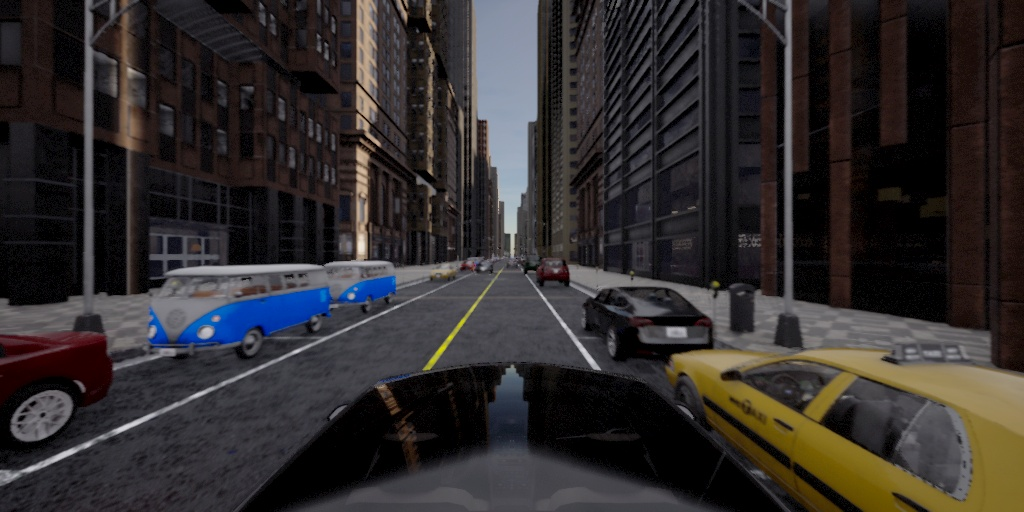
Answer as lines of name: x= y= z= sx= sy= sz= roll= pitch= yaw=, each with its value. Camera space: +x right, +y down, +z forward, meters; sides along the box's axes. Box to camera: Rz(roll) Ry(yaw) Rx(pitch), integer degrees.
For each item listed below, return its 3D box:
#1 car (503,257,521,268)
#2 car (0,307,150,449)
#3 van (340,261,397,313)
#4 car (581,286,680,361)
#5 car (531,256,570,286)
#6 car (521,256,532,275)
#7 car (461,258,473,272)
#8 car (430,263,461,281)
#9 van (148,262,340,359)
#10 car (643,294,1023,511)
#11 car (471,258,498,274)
car: x=0.014 y=1.258 z=59.298 sx=2.128 sy=1.511 sz=4.902 roll=0 pitch=0 yaw=0
car: x=-5.762 y=1.295 z=2.479 sx=1.888 sy=1.381 sz=4.507 roll=0 pitch=0 yaw=0
van: x=-5.759 y=1.090 z=13.717 sx=1.690 sy=1.789 sz=3.998 roll=0 pitch=0 yaw=0
car: x=2.764 y=1.315 z=8.104 sx=1.948 sy=1.339 sz=4.313 roll=0 pitch=0 yaw=0
car: x=2.768 y=1.064 z=24.961 sx=2.192 sy=1.841 sz=5.009 roll=0 pitch=0 yaw=0
car: x=2.403 y=0.984 z=40.213 sx=2.150 sy=2.045 sz=5.566 roll=0 pitch=0 yaw=0
car: x=-5.752 y=1.304 z=47.426 sx=1.888 sy=1.381 sz=4.507 roll=0 pitch=0 yaw=0
car: x=-5.756 y=1.277 z=30.401 sx=1.751 sy=1.417 sz=4.829 roll=0 pitch=0 yaw=0
van: x=-5.761 y=1.090 z=8.098 sx=1.690 sy=1.789 sz=3.998 roll=0 pitch=0 yaw=0
car: x=2.763 y=1.275 z=2.656 sx=1.751 sy=1.417 sz=4.829 roll=0 pitch=0 yaw=0
car: x=-3.076 y=1.247 z=41.119 sx=2.128 sy=1.511 sz=4.902 roll=0 pitch=0 yaw=0
